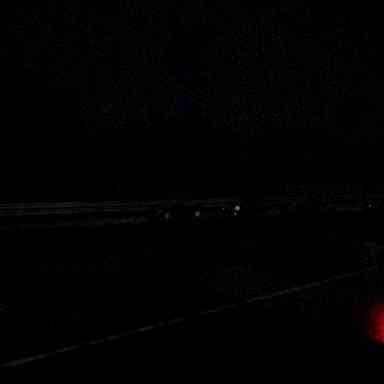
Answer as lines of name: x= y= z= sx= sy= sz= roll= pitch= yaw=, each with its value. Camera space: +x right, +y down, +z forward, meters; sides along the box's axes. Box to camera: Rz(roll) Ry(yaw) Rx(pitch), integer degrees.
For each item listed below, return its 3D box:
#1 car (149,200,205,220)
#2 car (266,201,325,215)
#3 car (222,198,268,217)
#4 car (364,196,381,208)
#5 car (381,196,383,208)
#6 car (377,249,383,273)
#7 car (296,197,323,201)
car: x=-1.216 y=1.451 z=27.914 sx=5.008 sy=1.535 sz=1.882 roll=0 pitch=0 yaw=-38
car: x=7.209 y=1.521 z=21.873 sx=4.181 sy=1.385 sz=1.994 roll=0 pitch=0 yaw=-35
car: x=4.722 y=1.298 z=28.558 sx=4.553 sy=1.767 sz=2.097 roll=0 pitch=0 yaw=-35
car: x=23.895 y=1.254 z=42.044 sx=5.357 sy=1.411 sz=2.033 roll=-1 pitch=1 yaw=-35
car: x=24.112 y=1.228 z=37.932 sx=4.902 sy=1.511 sz=2.128 roll=-1 pitch=1 yaw=-35
car: x=6.820 y=1.591 z=8.541 sx=4.718 sy=1.301 sz=1.895 roll=0 pitch=0 yaw=-35
car: x=13.531 y=1.327 z=39.037 sx=4.902 sy=1.511 sz=2.128 roll=-1 pitch=0 yaw=-35
